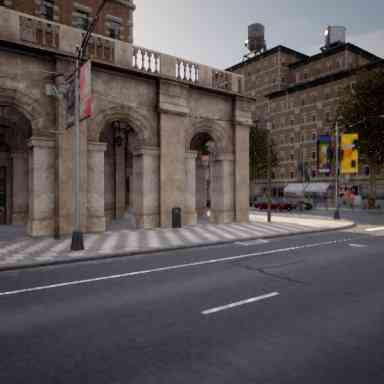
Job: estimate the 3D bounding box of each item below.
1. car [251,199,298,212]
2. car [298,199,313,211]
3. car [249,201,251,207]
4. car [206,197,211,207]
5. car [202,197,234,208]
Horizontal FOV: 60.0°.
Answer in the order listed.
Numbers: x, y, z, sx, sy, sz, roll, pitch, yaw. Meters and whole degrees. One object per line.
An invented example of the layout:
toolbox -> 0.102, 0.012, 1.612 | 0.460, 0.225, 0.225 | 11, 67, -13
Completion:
car -> 9.687, 1.593, 39.537 | 1.895, 1.301, 4.718 | 0, 0, -36
car -> 12.786, 1.556, 41.223 | 1.994, 1.385, 4.181 | 0, 0, -36
car -> 7.043, 1.555, 49.233 | 1.994, 1.385, 4.181 | 0, 0, -35
car -> 1.152, 1.588, 46.027 | 1.895, 1.301, 4.718 | 0, 0, -36
car -> 3.701, 1.497, 47.878 | 1.837, 1.490, 4.892 | 0, 0, -36
